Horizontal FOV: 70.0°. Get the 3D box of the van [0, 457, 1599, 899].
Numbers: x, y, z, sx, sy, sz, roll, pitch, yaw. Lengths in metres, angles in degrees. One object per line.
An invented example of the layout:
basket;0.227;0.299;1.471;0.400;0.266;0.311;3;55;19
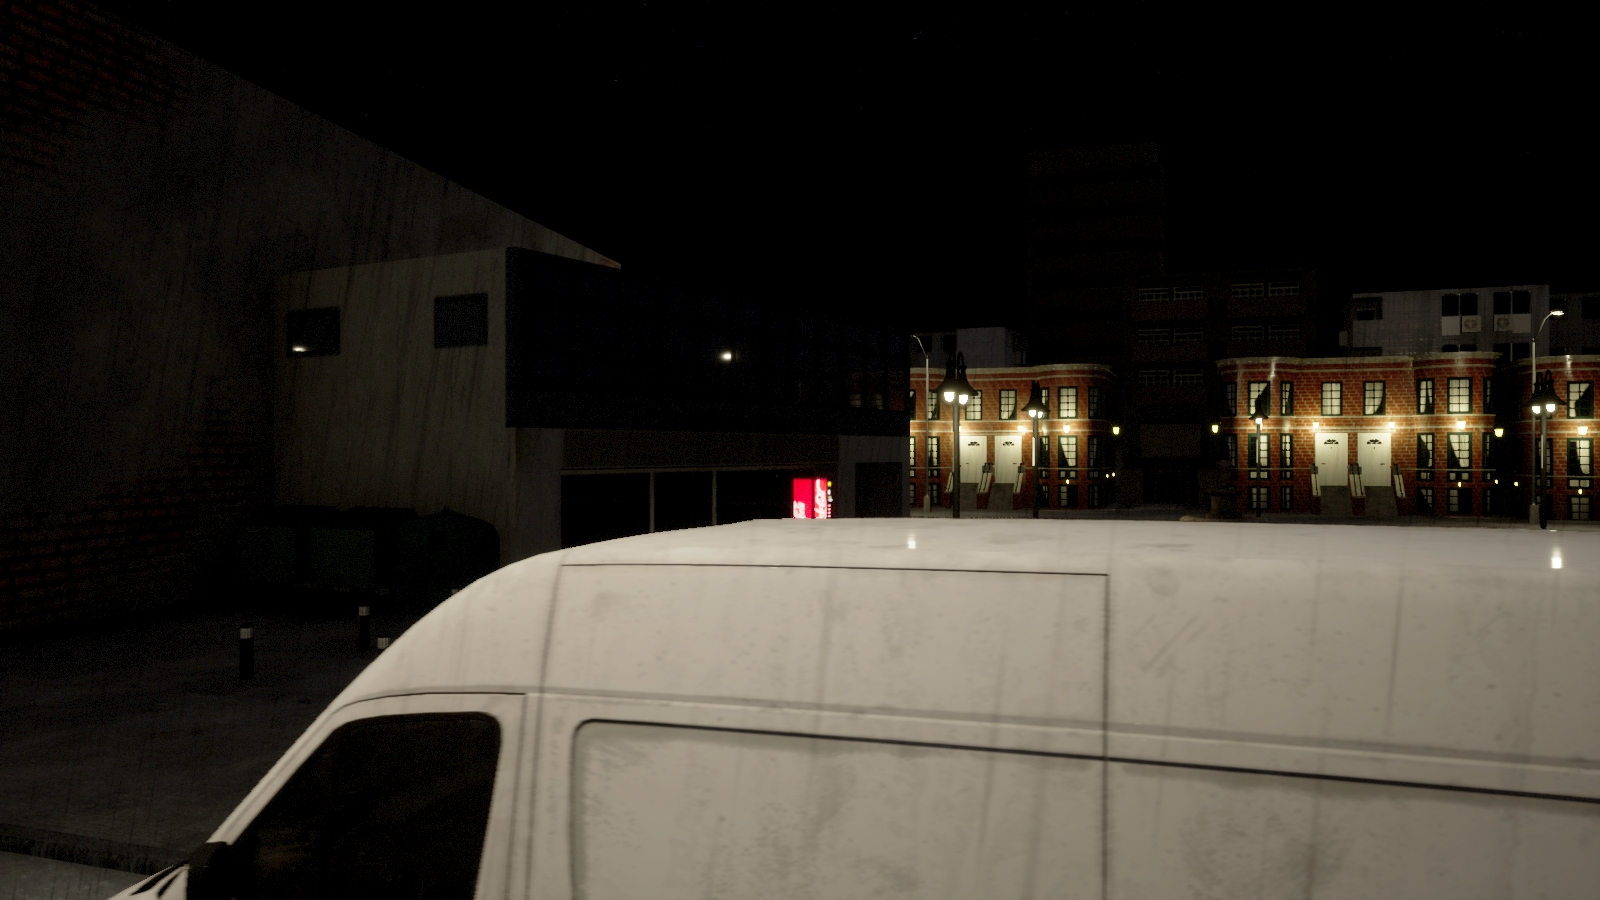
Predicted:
van;0.080;1.314;3.807;5.915;2.561;1.988;0;0;20
